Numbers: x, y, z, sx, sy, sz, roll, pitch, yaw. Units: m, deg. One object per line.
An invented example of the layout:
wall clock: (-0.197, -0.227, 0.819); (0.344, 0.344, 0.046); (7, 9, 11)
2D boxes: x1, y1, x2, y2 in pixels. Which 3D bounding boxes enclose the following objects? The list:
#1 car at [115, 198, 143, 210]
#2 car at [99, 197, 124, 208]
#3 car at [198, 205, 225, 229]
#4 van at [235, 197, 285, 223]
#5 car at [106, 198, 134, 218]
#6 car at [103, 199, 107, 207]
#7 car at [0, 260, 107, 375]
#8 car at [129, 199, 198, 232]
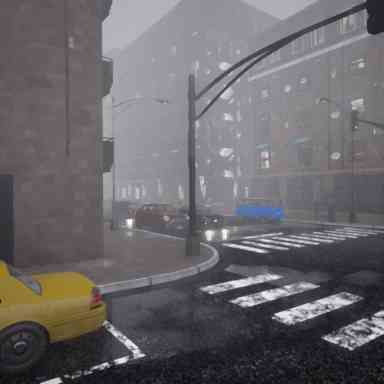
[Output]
car: (-8.292, 1.463, 43.278); (1.887, 1.381, 4.507); (-1, 0, -36)
car: (-11.610, 1.463, 47.865); (1.887, 1.381, 4.507); (-1, 0, -36)
car: (0.249, 1.545, 21.597); (1.994, 1.385, 4.181); (-1, 0, -36)
van: (4.984, 1.280, 24.932); (1.690, 1.788, 3.998); (0, 0, -36)
car: (-5.727, 1.493, 29.857); (1.812, 1.442, 4.674); (-1, 0, -36)
car: (-14.255, 1.430, 47.010); (2.128, 1.511, 4.902); (-1, 0, -36)
car: (-3.547, 1.525, 4.038); (4.829, 1.417, 1.752); (0, 0, -35)
car: (-1.816, 1.441, 20.035); (1.967, 1.590, 4.097); (0, 0, -36)
